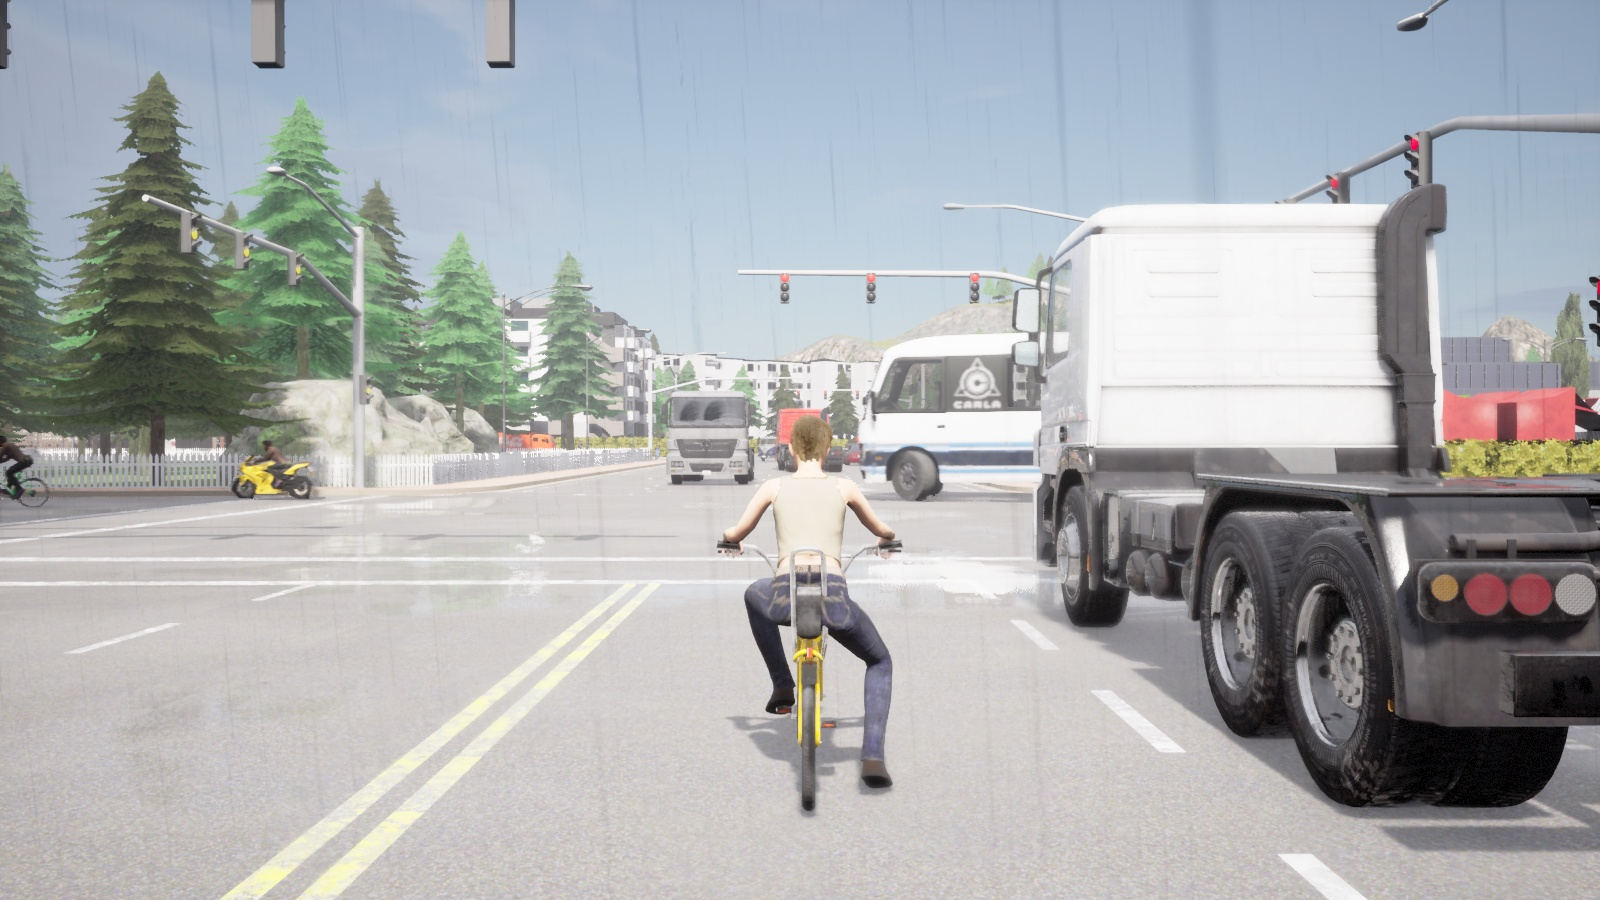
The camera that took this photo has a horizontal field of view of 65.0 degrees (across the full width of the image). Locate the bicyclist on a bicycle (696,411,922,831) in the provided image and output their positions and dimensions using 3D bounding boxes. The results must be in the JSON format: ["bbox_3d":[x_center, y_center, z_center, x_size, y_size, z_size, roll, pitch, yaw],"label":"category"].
[{"bbox_3d":[0.042,0.652,5.576,0.866,1.612,1.509,0,0,1],"label":"bicyclist on a bicycle"}]

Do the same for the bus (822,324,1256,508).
[{"bbox_3d":[6.045,-0.844,32.248,10.273,4.253,3.944,0,2,14],"label":"bus"}]

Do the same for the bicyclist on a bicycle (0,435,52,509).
[{"bbox_3d":[-17.530,0.473,27.699,1.656,1.620,0.582,0,1,-8],"label":"bicyclist on a bicycle"}]

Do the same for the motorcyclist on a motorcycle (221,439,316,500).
[{"bbox_3d":[-13.361,0.482,31.617,2.044,1.523,0.797,0,1,-2],"label":"motorcyclist on a motorcycle"}]

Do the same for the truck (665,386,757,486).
[{"bbox_3d":[-3.224,-0.507,47.641,2.891,3.462,7.936,0,0,0],"label":"truck"}]

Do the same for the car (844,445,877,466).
[{"bbox_3d":[3.964,0.346,82.889,1.994,1.385,4.181,0,0,1],"label":"car"}]

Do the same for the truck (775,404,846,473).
[{"bbox_3d":[0.445,-0.613,66.884,2.891,3.462,7.936,0,0,-6],"label":"truck"}]

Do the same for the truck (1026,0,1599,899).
[{"bbox_3d":[3.559,-0.277,7.884,2.891,3.462,7.936,0,0,0],"label":"truck"}]
